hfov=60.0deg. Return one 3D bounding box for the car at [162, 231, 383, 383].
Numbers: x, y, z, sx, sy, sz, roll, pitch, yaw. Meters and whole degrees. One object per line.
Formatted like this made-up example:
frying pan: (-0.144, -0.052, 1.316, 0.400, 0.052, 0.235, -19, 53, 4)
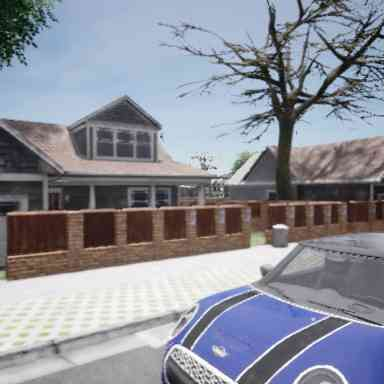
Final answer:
car: (1.917, 1.341, 3.866, 4.553, 1.767, 2.097, 0, 0, -34)
